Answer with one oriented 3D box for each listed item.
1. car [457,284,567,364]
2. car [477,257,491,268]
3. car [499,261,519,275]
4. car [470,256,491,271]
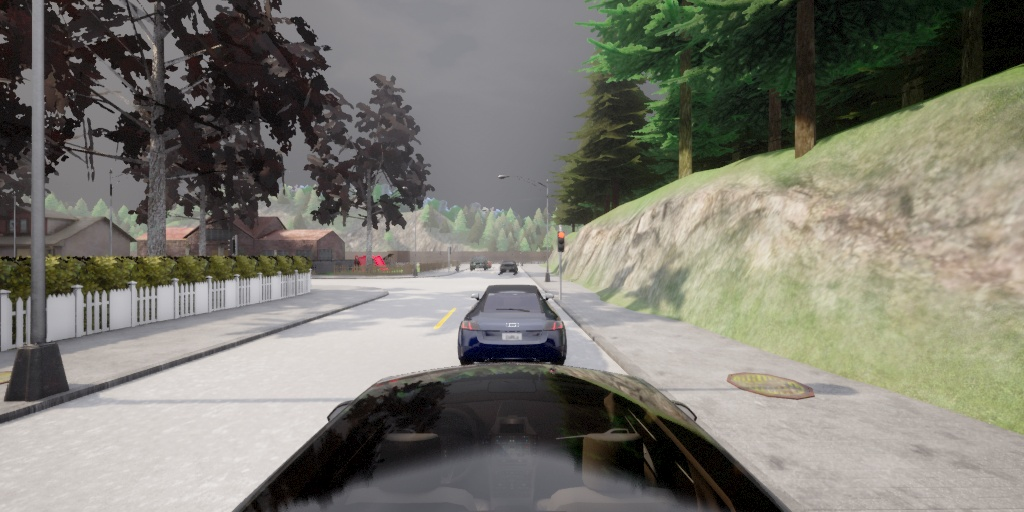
[{"bbox_3d":[0.008,1.314,7.986,1.994,1.385,4.181,0,0,0],"label":"car"},{"bbox_3d":[-4.579,1.102,59.301,2.097,1.767,4.553,0,0,0],"label":"car"},{"bbox_3d":[-0.349,1.255,39.243,1.837,1.490,4.892,1,0,2],"label":"car"},{"bbox_3d":[-4.513,0.972,49.473,2.150,2.045,5.566,0,0,0],"label":"car"}]
